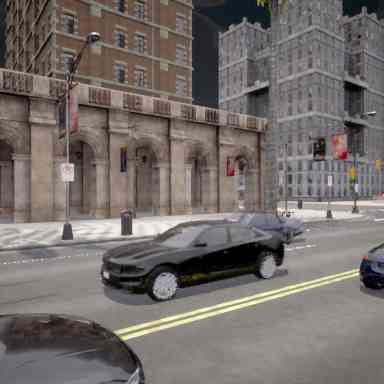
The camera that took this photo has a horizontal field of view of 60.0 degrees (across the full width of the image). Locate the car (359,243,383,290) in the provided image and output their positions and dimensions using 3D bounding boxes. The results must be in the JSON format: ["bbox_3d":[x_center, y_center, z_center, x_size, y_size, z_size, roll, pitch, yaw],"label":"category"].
[{"bbox_3d":[5.843,1.564,7.911,4.181,1.385,1.994,0,0,-36],"label":"car"}]

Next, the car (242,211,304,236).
[{"bbox_3d":[2.586,1.548,14.417,5.357,1.411,2.033,0,0,-35],"label":"car"}]

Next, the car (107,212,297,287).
[{"bbox_3d":[0.232,1.477,8.449,5.008,1.535,1.882,0,0,-35],"label":"car"}]

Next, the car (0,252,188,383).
[{"bbox_3d":[-2.607,1.492,1.890,4.902,1.511,2.128,0,0,-35],"label":"car"}]
